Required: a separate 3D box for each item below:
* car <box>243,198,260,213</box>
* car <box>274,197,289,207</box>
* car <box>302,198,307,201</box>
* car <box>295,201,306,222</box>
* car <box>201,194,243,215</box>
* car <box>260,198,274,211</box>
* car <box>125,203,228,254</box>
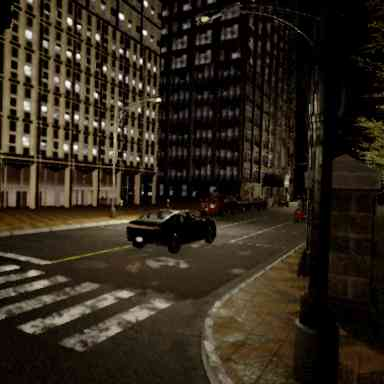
[{"bbox_3d":[5.145,1.419,34.917,2.008,1.369,4.403,2,1,29],"label":"car"},{"bbox_3d":[13.112,1.475,49.266,1.752,1.417,4.829,2,1,29],"label":"car"},{"bbox_3d":[14.581,1.457,40.840,2.097,1.767,4.553,2,1,29],"label":"car"},{"bbox_3d":[9.347,1.660,26.261,1.887,1.381,4.507,2,1,29],"label":"car"},{"bbox_3d":[2.469,1.155,30.082,2.192,1.841,5.009,2,1,29],"label":"car"},{"bbox_3d":[7.828,1.447,39.750,2.008,1.369,4.403,2,1,29],"label":"car"},{"bbox_3d":[-0.637,1.432,13.554,2.128,1.511,4.902,2,1,29],"label":"car"}]
